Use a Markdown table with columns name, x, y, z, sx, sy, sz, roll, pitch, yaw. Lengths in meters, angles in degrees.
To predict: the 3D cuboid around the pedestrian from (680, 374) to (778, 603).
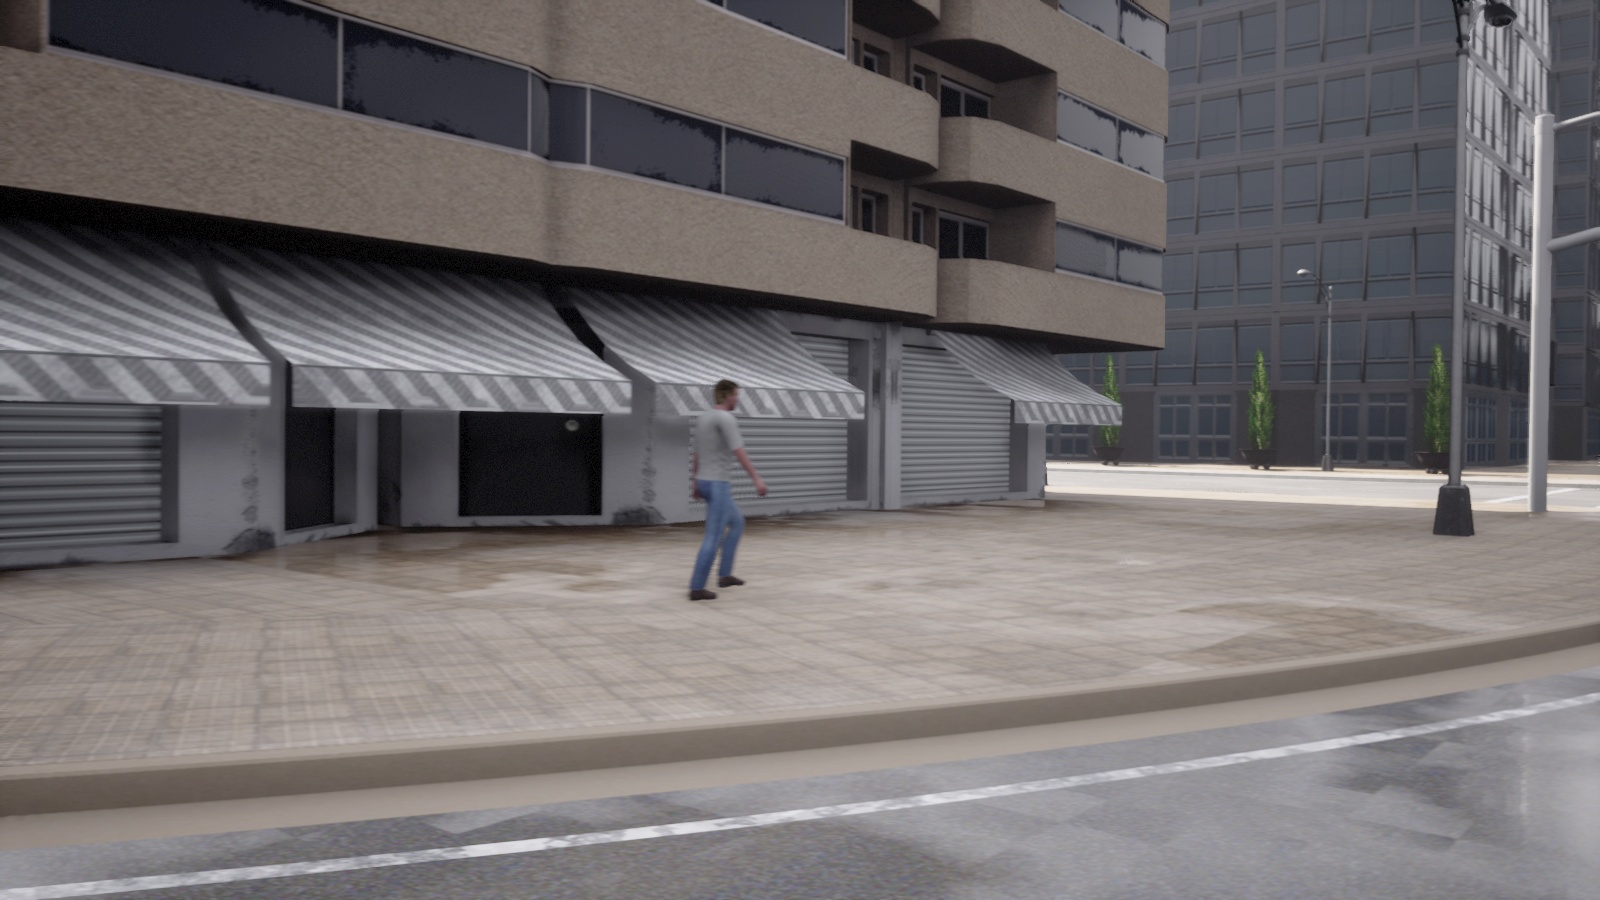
| name | x | y | z | sx | sy | sz | roll | pitch | yaw |
| --- | --- | --- | --- | --- | --- | --- | --- | --- | --- |
| pedestrian | -0.590 | 0.302 | 10.407 | 0.706 | 1.836 | 0.354 | -1 | 1 | -29 |
